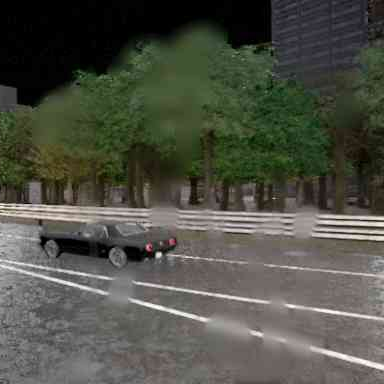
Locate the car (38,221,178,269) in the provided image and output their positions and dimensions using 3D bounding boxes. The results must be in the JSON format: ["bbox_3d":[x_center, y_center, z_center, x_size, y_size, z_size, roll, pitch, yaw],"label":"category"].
[{"bbox_3d":[-2.921,1.612,11.115,4.718,1.301,1.895,0,0,29],"label":"car"}]
